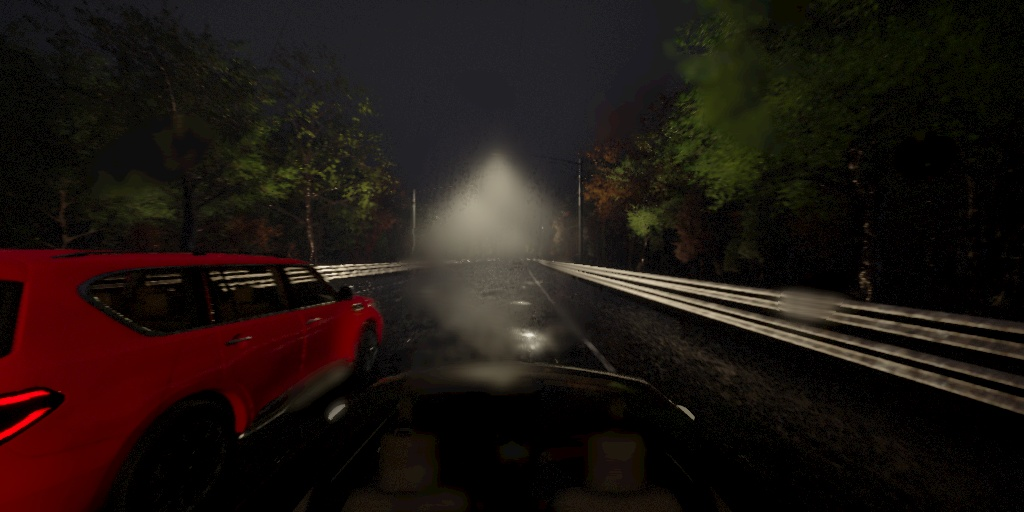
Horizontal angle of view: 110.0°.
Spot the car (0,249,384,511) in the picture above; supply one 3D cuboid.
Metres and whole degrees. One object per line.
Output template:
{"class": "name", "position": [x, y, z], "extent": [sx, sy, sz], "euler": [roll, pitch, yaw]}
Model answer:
{"class": "car", "position": [-3.394, 0.971, 4.150], "extent": [2.150, 2.045, 5.566], "euler": [0, 0, 0]}

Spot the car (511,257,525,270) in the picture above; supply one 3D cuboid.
{"class": "car", "position": [0.844, 1.286, 56.490], "extent": [2.128, 1.511, 4.902], "euler": [0, 0, 2]}

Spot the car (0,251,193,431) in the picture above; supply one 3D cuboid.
{"class": "car", "position": [-6.888, 0.968, 3.750], "extent": [2.150, 2.045, 5.566], "euler": [0, 0, 0]}
